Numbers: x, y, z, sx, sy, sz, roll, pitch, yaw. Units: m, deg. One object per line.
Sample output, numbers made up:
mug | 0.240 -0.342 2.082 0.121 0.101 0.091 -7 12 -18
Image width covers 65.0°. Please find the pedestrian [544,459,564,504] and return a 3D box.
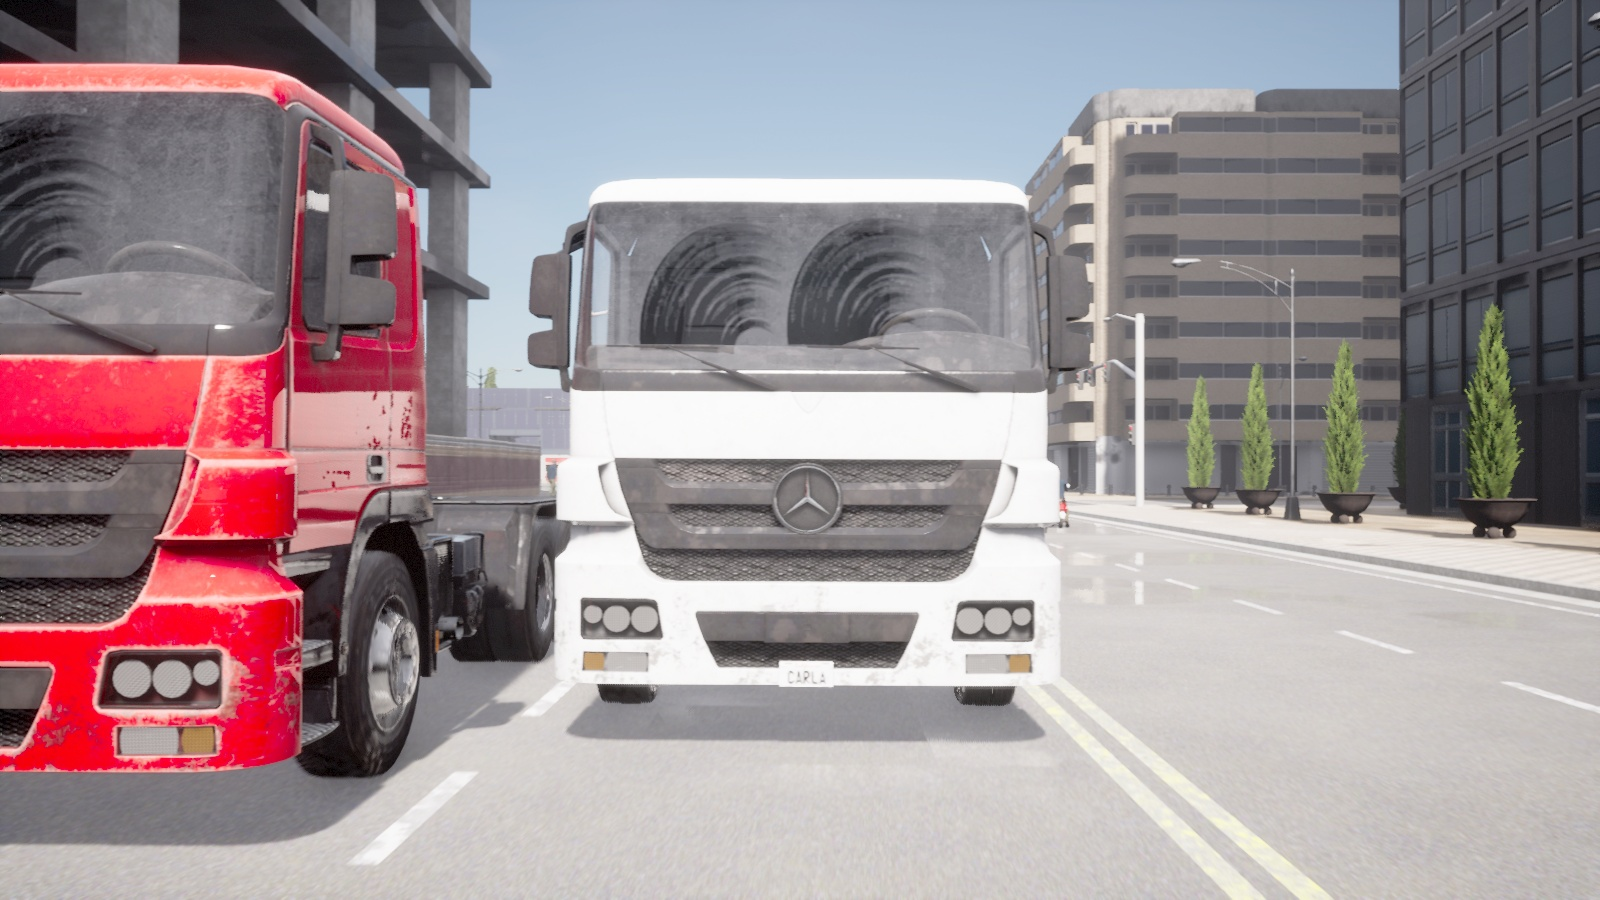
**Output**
pedestrian | -10.295 1.316 52.535 0.402 1.842 0.726 -1 -1 44

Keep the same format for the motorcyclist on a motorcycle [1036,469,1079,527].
motorcyclist on a motorcycle | 7.272 1.334 35.527 0.866 1.590 1.817 0 -1 0

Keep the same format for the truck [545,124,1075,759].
truck | 0.078 0.011 10.833 2.891 3.462 7.936 0 -1 0

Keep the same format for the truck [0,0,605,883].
truck | -3.444 -0.011 8.785 2.891 3.462 7.936 0 -1 0
